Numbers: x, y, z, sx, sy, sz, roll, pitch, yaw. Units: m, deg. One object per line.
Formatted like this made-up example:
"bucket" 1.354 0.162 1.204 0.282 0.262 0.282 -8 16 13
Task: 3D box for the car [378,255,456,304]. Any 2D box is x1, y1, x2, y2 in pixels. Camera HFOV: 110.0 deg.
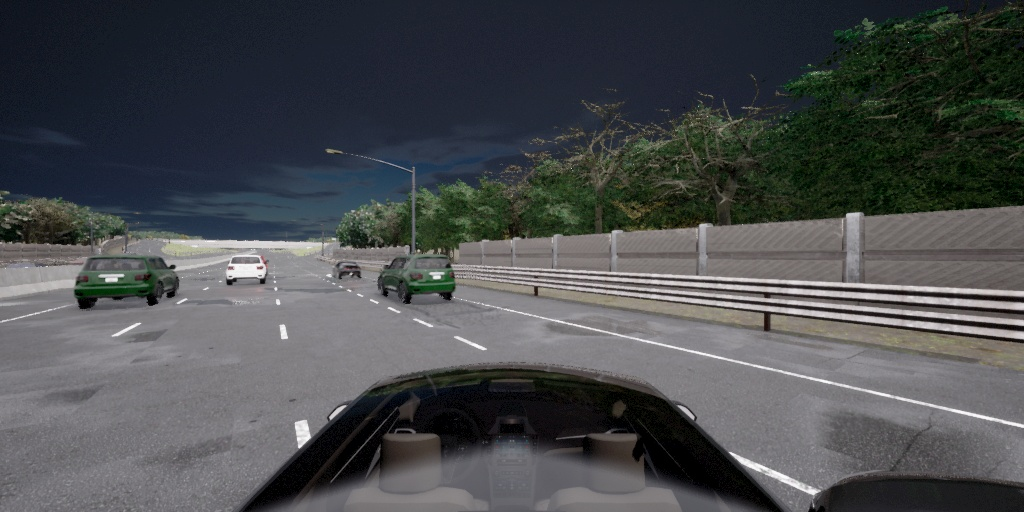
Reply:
"car" -4.593 0.969 16.889 2.150 2.045 5.566 0 0 -35

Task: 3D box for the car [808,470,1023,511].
"car" 2.986 1.315 0.409 4.181 1.385 1.994 0 0 34

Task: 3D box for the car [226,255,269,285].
"car" -19.273 0.957 26.159 2.150 2.045 5.566 0 0 -34

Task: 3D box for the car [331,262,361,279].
"car" -14.859 1.238 32.143 1.837 1.490 4.892 0 0 -34

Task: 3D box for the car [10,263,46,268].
"car" -37.173 1.269 27.365 2.033 1.411 5.357 0 0 -34

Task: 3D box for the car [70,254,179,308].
"car" -16.303 0.966 15.468 2.150 2.045 5.566 0 0 -34

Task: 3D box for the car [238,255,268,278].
"car" -25.262 0.946 35.111 2.150 2.045 5.566 0 0 -34
